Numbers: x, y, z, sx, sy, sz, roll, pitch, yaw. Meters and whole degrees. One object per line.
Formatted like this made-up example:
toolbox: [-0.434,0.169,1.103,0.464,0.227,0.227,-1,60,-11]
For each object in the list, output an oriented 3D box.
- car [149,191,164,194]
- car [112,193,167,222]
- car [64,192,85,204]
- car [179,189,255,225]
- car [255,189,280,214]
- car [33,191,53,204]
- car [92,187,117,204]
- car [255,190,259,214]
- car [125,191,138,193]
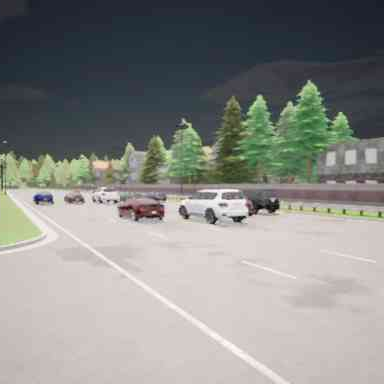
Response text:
car: [-5.205,0.653,46.180,2.128,1.511,4.902,0,1,-30]
car: [-3.560,1.066,22.397,1.882,1.535,5.008,0,1,-30]
car: [-14.887,0.707,41.945,1.812,1.442,4.674,0,1,-30]
car: [1.203,0.856,21.155,2.150,2.045,5.566,0,1,-30]
car: [5.026,0.749,28.519,2.150,2.045,5.566,0,1,-30]
car: [-18.240,0.661,40.756,1.882,1.535,5.008,0,1,-30]
car: [-11.178,0.412,42.525,2.150,2.045,5.566,0,1,-30]
car: [2.634,0.919,25.667,2.097,1.767,4.553,0,1,-30]
car: [-8.236,0.666,44.430,2.128,1.511,4.902,0,1,-30]
